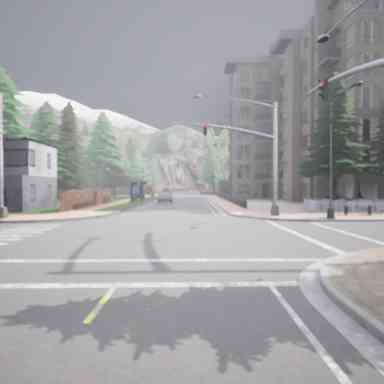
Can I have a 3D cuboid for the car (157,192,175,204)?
[{"bbox_3d":[-3.361,0.747,42.849,1.812,1.442,4.674,0,1,0],"label":"car"}]
